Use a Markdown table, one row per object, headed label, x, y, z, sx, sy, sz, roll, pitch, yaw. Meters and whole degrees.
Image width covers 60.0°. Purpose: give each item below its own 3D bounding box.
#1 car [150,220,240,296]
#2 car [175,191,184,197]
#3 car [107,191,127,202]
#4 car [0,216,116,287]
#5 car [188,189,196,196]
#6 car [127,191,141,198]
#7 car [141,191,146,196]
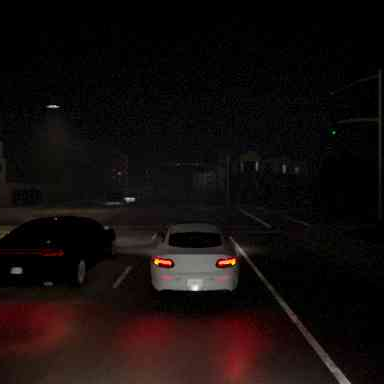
| label | x | y | z | sx | sy | sz | roll | pitch | yaw |
| --- | --- | --- | --- | --- | --- | --- | --- | --- | --- |
| car | 0.069 | 1.422 | 8.219 | 1.812 | 1.442 | 4.674 | 0 | 1 | 0 |
| car | -3.478 | 0.452 | 89.306 | 2.128 | 1.511 | 4.902 | 0 | 0 | 0 |
| car | -14.026 | 0.768 | 61.254 | 2.150 | 2.045 | 5.566 | 0 | 1 | 1 |
| car | -3.427 | 1.369 | 9.005 | 1.882 | 1.535 | 5.008 | 0 | 1 | 0 |
| car | 0.022 | 0.152 | 89.336 | 2.150 | 2.045 | 5.566 | 0 | 0 | 0 |
| car | -13.981 | 0.653 | 77.110 | 2.128 | 1.511 | 4.902 | 0 | 2 | 0 |
| car | -13.977 | 0.450 | 92.868 | 2.033 | 1.411 | 5.357 | 0 | 0 | 0 |
